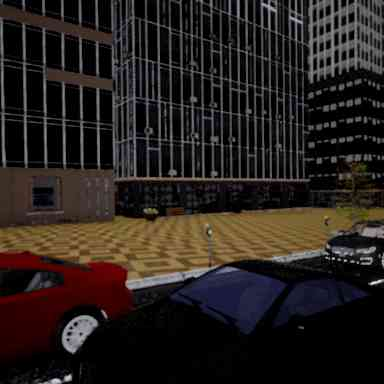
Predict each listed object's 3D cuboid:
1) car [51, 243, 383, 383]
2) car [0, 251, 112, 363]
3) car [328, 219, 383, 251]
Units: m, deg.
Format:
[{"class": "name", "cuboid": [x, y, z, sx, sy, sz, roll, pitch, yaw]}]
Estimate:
[{"class": "car", "cuboid": [0.807, 1.577, 3.949, 4.181, 1.385, 1.994, 0, 0, -35]}, {"class": "car", "cuboid": [-3.028, 1.545, 4.414, 4.507, 1.381, 1.887, 0, -1, -35]}, {"class": "car", "cuboid": [6.138, 1.604, 10.939, 4.403, 1.369, 2.008, 0, -1, -35]}]
